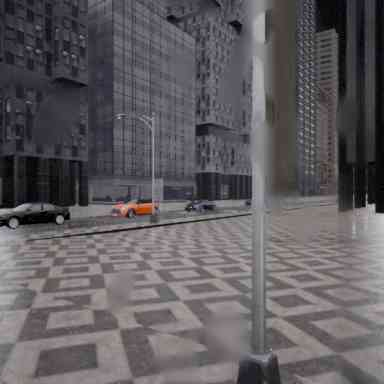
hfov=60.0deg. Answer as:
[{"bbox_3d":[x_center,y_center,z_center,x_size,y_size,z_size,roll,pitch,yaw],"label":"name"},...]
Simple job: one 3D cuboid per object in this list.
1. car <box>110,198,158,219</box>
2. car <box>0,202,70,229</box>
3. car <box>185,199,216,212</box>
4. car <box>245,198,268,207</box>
[{"bbox_3d":[-5.035,1.321,29.393,2.097,1.767,4.553,0,0,36],"label":"car"},{"bbox_3d":[-10.527,1.458,21.890,1.882,1.535,5.008,0,0,36],"label":"car"},{"bbox_3d":[1.020,1.519,37.659,1.994,1.385,4.181,0,0,36],"label":"car"},{"bbox_3d":[9.558,1.414,49.187,1.882,1.535,5.008,0,0,36],"label":"car"}]
